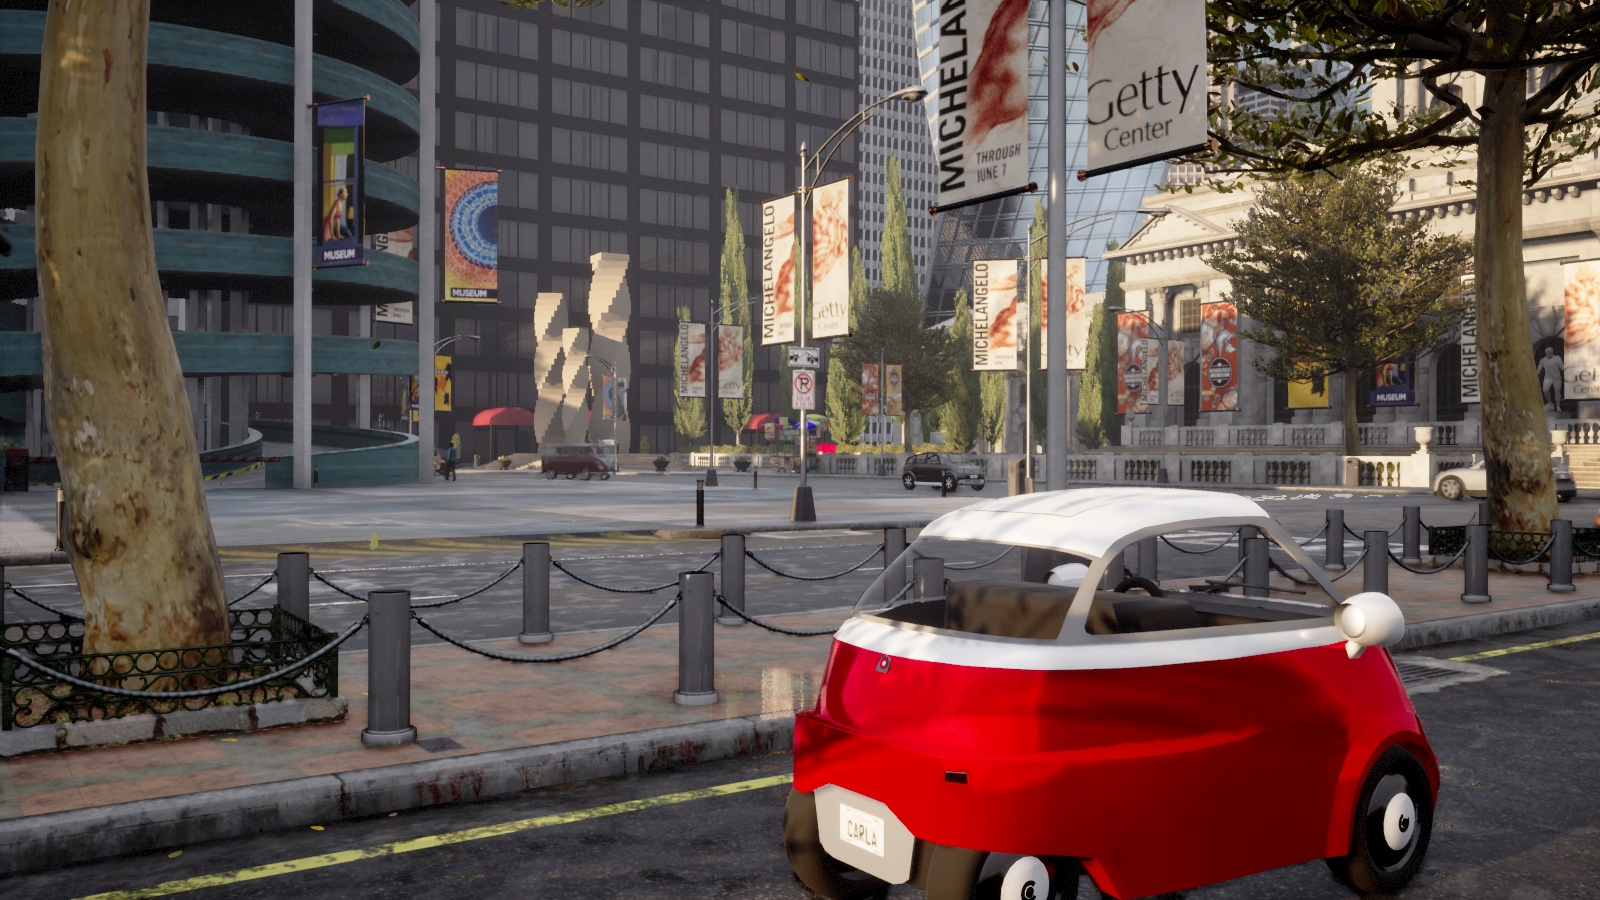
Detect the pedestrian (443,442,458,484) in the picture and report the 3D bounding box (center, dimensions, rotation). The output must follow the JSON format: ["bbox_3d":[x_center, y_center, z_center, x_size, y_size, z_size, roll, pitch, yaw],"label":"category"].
[{"bbox_3d":[-16.155,0.578,58.022,0.396,1.930,0.692,0,0,-39],"label":"pedestrian"}]

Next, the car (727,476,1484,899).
[{"bbox_3d":[1.080,0.808,4.410,2.207,1.376,1.481,0,0,-35],"label":"car"}]

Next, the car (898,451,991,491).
[{"bbox_3d":[5.841,0.836,51.122,1.789,1.549,3.705,0,0,-35],"label":"car"}]

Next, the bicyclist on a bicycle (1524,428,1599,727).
[{"bbox_3d":[4.964,0.688,7.177,1.509,1.612,0.866,0,0,-35],"label":"bicyclist on a bicycle"}]

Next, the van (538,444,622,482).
[{"bbox_3d":[-11.770,0.687,67.146,4.442,1.987,1.775,0,0,35],"label":"van"}]

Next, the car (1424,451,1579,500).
[{"bbox_3d":[22.176,0.760,39.786,1.970,1.475,3.806,0,0,-35],"label":"car"}]

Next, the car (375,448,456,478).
[{"bbox_3d":[-24.558,0.810,80.264,4.605,1.855,1.932,0,0,12],"label":"car"}]
